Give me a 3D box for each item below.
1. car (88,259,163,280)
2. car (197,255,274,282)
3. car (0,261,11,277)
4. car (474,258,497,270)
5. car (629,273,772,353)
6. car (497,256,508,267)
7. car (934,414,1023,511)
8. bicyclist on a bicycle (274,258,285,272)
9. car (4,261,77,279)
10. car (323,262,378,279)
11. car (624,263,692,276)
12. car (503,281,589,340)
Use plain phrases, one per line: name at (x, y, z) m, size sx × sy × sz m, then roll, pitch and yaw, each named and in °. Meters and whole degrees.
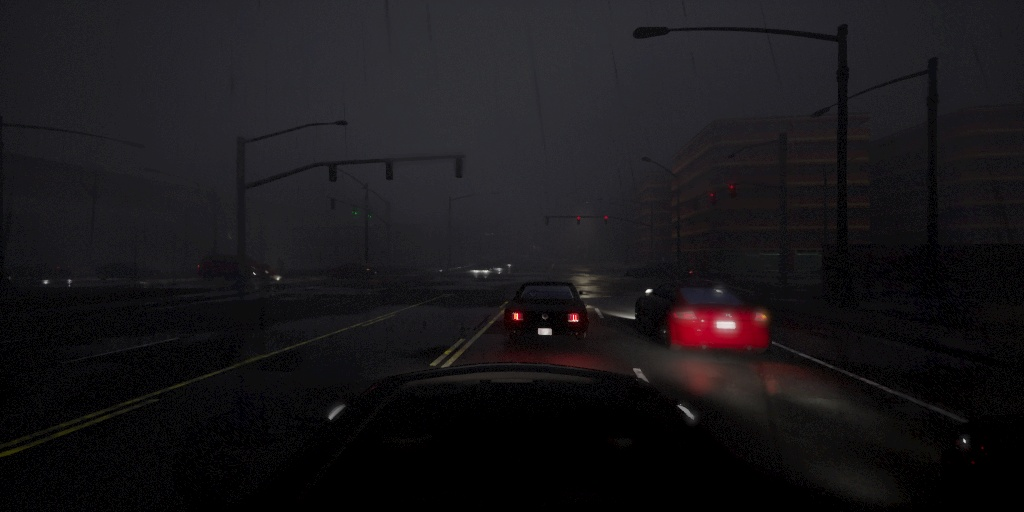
car at (-32.377, 1.228, 30.372) m, size 5.008 × 1.535 × 1.882 m, roll 0°, pitch 0°, yaw 7°
car at (-22.449, 0.971, 29.178) m, size 5.566 × 2.045 × 2.150 m, roll 0°, pitch 0°, yaw 7°
car at (-51.086, 1.276, 35.417) m, size 4.674 × 1.442 × 1.812 m, roll 0°, pitch 0°, yaw 35°
car at (-3.767, 1.176, 48.768) m, size 1.994 × 1.385 × 4.181 m, roll 0°, pitch 1°, yaw 8°
car at (4.421, 1.314, 8.959) m, size 1.994 × 1.385 × 4.181 m, roll 0°, pitch 0°, yaw 7°
car at (-2.398, 1.064, 58.619) m, size 1.895 × 1.301 × 4.718 m, roll 0°, pitch 1°, yaw 8°
car at (3.640, 1.242, 0.248) m, size 2.128 × 1.511 × 4.902 m, roll 0°, pitch 0°, yaw 1°
bicyclist on a bicycle at (-26.326, 1.053, 40.697) m, size 0.582 × 1.620 × 1.656 m, roll 0°, pitch 0°, yaw 7°
car at (-41.781, 1.351, 31.718) m, size 4.718 × 1.301 × 1.895 m, roll 0°, pitch 0°, yaw 12°
car at (-14.336, 1.276, 31.956) m, size 4.674 × 1.442 × 1.812 m, roll 0°, pitch 0°, yaw 7°
car at (12.215, 1.271, 29.937) m, size 5.357 × 1.411 × 2.033 m, roll 0°, pitch 0°, yaw 26°
car at (1.019, 1.351, 9.967) m, size 1.895 × 1.301 × 4.718 m, roll 0°, pitch 0°, yaw 8°
